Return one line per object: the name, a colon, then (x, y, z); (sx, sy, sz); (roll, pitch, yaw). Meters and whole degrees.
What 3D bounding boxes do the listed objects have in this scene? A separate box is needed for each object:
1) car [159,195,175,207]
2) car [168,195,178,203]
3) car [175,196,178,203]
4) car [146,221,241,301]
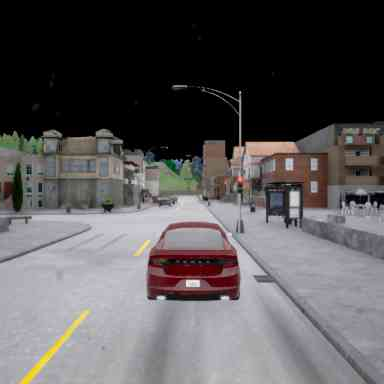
car: (-4.110, 1.505, 51.968); (1.837, 1.490, 4.892); (0, 0, 0)
car: (-4.015, 1.500, 71.640); (1.837, 1.490, 4.892); (0, 0, 0)
car: (-4.072, 1.601, 61.273); (1.895, 1.301, 4.718); (0, 0, 0)
car: (0.048, 1.478, 8.396); (1.882, 1.535, 5.008); (0, 0, 1)
